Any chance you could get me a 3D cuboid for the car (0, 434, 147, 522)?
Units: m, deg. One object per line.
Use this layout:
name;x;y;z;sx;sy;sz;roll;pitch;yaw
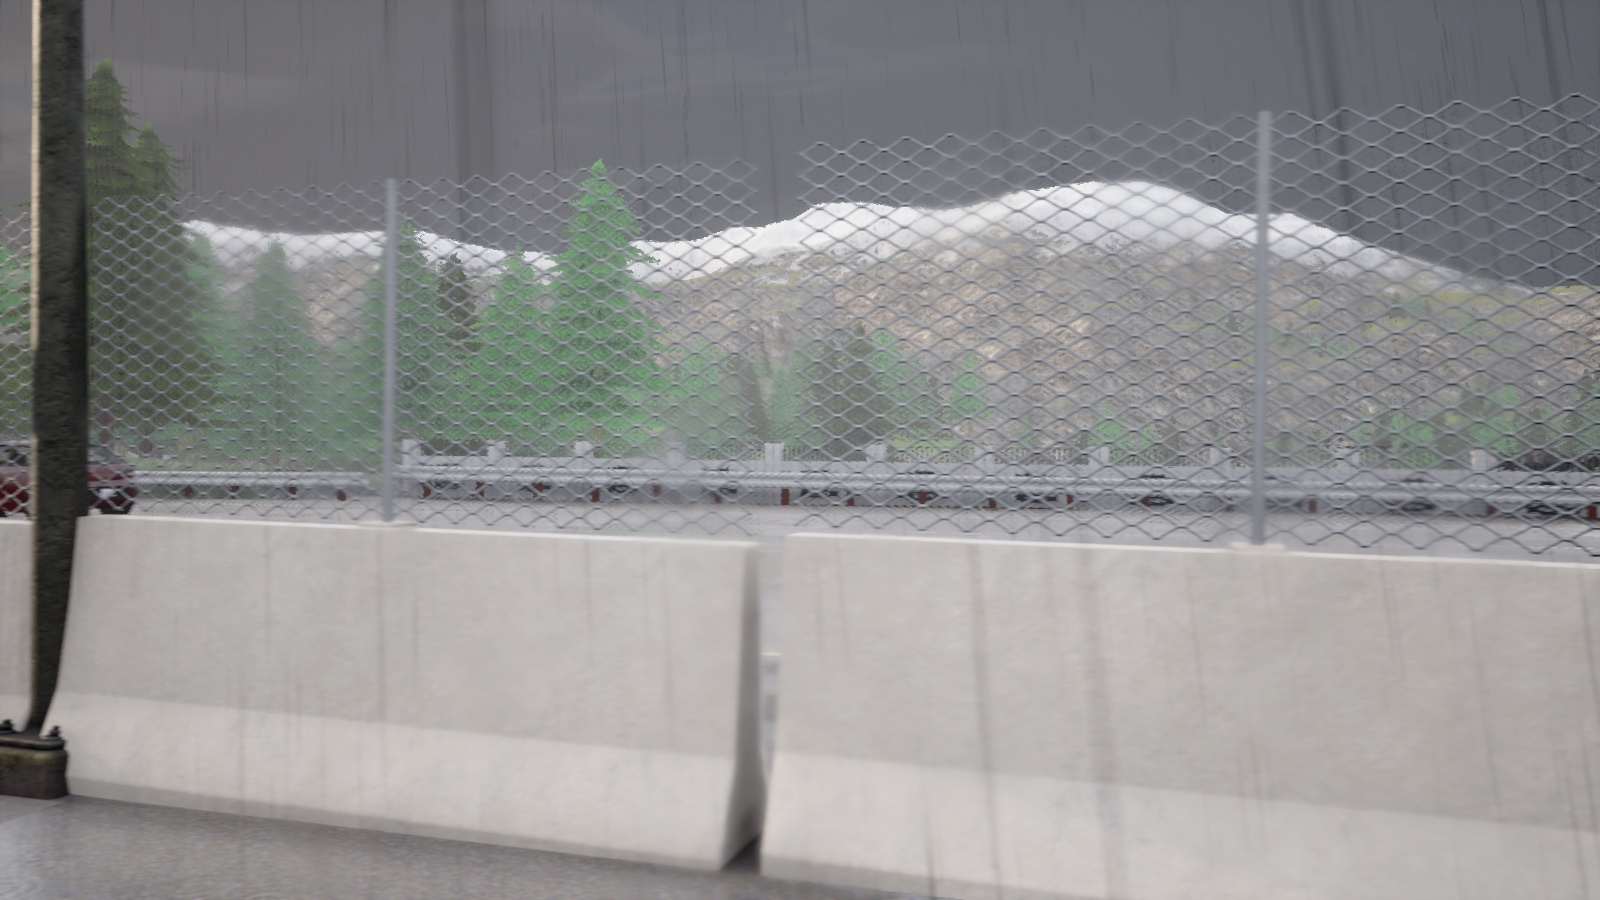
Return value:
car;-14.198;0.452;22.741;4.193;1.474;1.816;0;1;19
